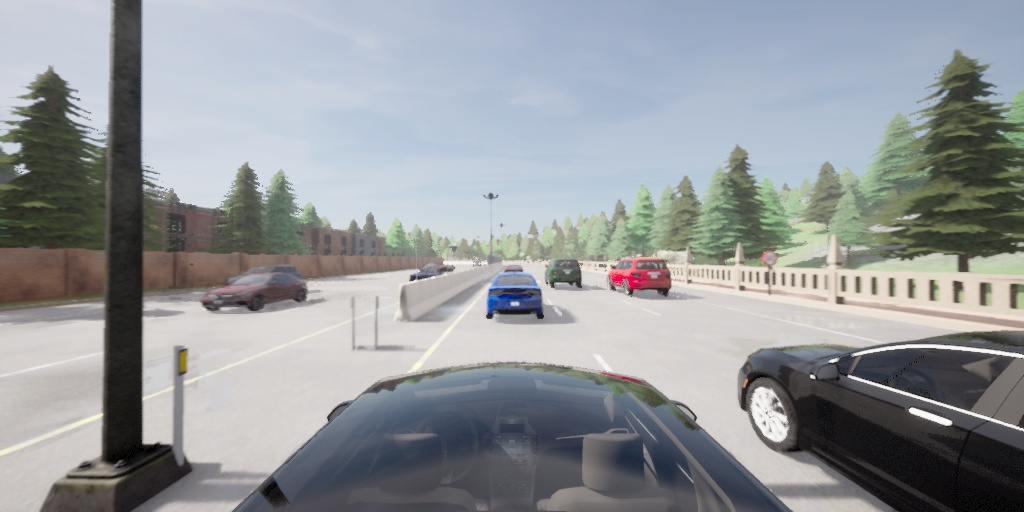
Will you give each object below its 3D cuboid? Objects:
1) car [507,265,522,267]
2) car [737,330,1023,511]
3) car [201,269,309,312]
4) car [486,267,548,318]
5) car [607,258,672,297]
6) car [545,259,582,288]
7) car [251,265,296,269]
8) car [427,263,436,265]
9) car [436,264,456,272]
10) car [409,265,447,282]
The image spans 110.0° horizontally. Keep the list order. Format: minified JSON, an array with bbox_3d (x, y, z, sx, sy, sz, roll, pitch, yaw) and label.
[{"bbox_3d":[0.218,1.548,33.747,1.882,1.535,5.008,0,0,0],"label":"car"},{"bbox_3d":[3.581,1.255,2.280,1.837,1.490,4.892,0,0,0],"label":"car"},{"bbox_3d":[-10.585,1.432,15.260,1.812,1.442,4.674,0,-1,0],"label":"car"},{"bbox_3d":[0.104,1.346,13.568,1.882,1.535,5.008,0,0,0],"label":"car"},{"bbox_3d":[7.136,1.148,20.615,2.150,2.045,5.566,0,0,0],"label":"car"},{"bbox_3d":[3.670,1.211,26.166,2.150,2.045,5.566,0,0,0],"label":"car"},{"bbox_3d":[-14.062,1.319,20.562,2.097,1.767,4.553,0,-1,0],"label":"car"},{"bbox_3d":[-13.735,1.902,61.565,1.812,1.442,4.674,0,-1,1],"label":"car"},{"bbox_3d":[-10.281,1.929,57.326,1.895,1.301,4.718,0,-1,1],"label":"car"},{"bbox_3d":[-7.003,1.645,29.703,1.895,1.301,4.718,0,-1,0],"label":"car"}]
